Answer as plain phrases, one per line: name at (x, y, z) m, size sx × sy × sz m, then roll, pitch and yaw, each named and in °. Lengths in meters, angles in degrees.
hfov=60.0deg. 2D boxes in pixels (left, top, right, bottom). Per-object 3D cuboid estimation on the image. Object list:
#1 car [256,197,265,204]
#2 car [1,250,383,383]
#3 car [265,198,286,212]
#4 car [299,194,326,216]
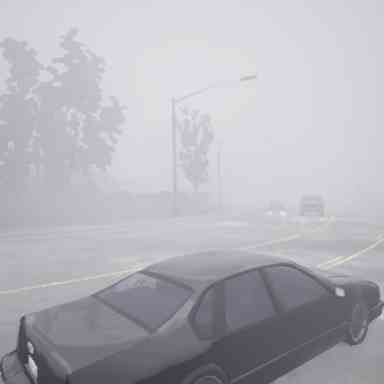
car at (15.276, 1.772, 72.772) m, size 1.812 × 1.442 × 4.674 m, roll -1°, pitch 0°, yaw 1°
car at (0.573, 1.540, 4.466) m, size 5.357 × 1.411 × 2.033 m, roll 0°, pitch 0°, yaw -39°
car at (10.246, 1.645, 40.645) m, size 1.812 × 1.442 × 4.674 m, roll -1°, pitch -1°, yaw 10°
car at (11.723, 1.242, 32.504) m, size 2.150 × 2.045 × 5.566 m, roll -1°, pitch 0°, yaw 19°
